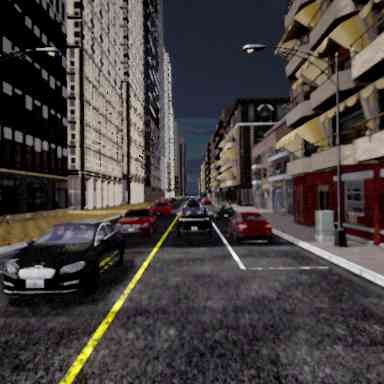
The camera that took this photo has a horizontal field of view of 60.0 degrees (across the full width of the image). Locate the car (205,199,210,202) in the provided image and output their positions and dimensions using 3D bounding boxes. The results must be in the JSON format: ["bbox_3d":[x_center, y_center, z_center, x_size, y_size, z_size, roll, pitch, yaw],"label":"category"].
[{"bbox_3d":[2.765,1.709,34.839,2.008,1.369,4.403,-1,0,0],"label":"car"}]

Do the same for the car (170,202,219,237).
[{"bbox_3d":[0.130,1.579,18.697,2.128,1.511,4.902,-1,0,0],"label":"car"}]

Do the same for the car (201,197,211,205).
[{"bbox_3d":[2.850,1.832,68.731,1.967,1.590,4.097,-1,0,0],"label":"car"}]

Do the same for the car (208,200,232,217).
[{"bbox_3d":[2.750,1.672,29.191,2.008,1.369,4.403,-1,0,0],"label":"car"}]

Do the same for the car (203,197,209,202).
[{"bbox_3d":[2.837,1.934,63.081,1.802,1.307,4.206,-1,0,0],"label":"car"}]

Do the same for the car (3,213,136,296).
[{"bbox_3d":[-3.092,1.560,9.007,2.128,1.511,4.902,-1,0,0],"label":"car"}]

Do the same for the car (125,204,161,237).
[{"bbox_3d":[-3.061,1.660,19.117,1.812,1.442,4.674,-1,0,0],"label":"car"}]

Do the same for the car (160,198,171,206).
[{"bbox_3d":[-5.528,2.051,68.751,1.887,1.381,4.507,-1,0,0],"label":"car"}]

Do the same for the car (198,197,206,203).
[{"bbox_3d":[2.564,2.001,86.387,1.882,1.535,5.008,-1,0,0],"label":"car"}]

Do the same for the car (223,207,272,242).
[{"bbox_3d":[2.768,1.618,16.274,1.802,1.307,4.206,-1,0,0],"label":"car"}]

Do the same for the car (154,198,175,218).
[{"bbox_3d":[-3.011,1.702,32.871,1.882,1.535,5.008,-1,0,0],"label":"car"}]

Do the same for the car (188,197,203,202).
[{"bbox_3d":[0.135,1.753,42.707,1.837,1.490,4.892,-1,0,1],"label":"car"}]

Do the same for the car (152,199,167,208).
[{"bbox_3d":[-5.557,1.977,57.453,2.008,1.369,4.403,-1,0,0],"label":"car"}]
